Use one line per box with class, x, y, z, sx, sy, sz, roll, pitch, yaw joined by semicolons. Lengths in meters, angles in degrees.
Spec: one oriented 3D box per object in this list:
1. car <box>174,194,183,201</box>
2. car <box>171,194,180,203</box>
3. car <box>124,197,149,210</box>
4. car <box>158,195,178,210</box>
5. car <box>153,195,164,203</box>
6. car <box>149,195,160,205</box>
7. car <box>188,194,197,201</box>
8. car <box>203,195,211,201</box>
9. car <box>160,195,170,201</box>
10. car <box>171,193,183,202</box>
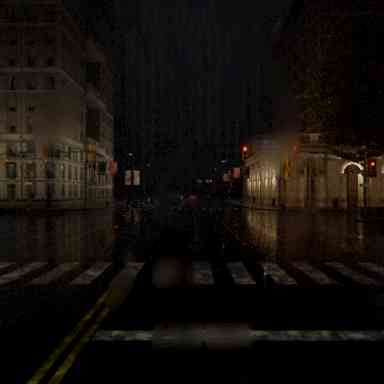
car;-3.325;1.319;84.691;2.097;1.767;4.553;0;0;1
car;-3.619;1.543;58.043;2.033;1.411;5.357;0;0;0
car;-7.427;1.503;43.505;1.837;1.490;4.892;0;0;6
car;-3.162;1.502;43.557;1.837;1.490;4.892;0;0;-6
car;-6.973;1.498;69.284;1.837;1.490;4.892;0;0;1
car;-7.123;1.559;56.699;1.994;1.385;4.181;0;0;0
car;0.117;1.273;78.577;2.097;1.767;4.553;0;0;1
car;3.617;1.458;78.575;2.033;1.411;5.357;0;0;1
car;-6.838;1.514;83.342;2.033;1.411;5.357;0;0;1
car;-3.471;1.220;69.435;2.150;2.045;5.566;0;0;1
